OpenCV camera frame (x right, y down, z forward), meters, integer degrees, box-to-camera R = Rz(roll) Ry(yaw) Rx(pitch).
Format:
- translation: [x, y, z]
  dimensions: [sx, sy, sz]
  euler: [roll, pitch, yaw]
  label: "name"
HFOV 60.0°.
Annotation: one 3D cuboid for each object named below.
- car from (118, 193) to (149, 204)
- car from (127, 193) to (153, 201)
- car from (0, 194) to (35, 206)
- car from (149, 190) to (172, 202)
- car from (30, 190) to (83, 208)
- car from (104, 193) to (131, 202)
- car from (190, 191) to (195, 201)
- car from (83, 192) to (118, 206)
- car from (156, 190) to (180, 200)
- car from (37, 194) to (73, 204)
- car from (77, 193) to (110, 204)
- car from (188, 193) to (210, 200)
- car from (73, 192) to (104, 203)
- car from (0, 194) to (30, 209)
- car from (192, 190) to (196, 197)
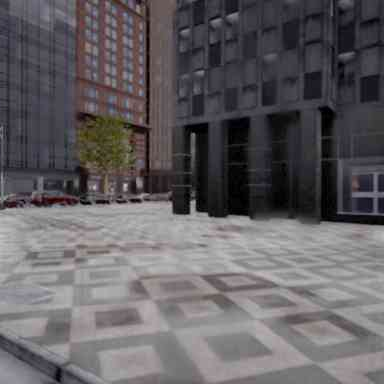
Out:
- translation: [-8.394, 0.940, 45.075]
  dimensions: [1.947, 1.339, 4.313]
  euler: [1, 0, 35]
  label: "car"
- translation: [-9.121, 0.825, 59.062]
  dimensions: [1.752, 1.417, 4.829]
  euler: [1, 0, 35]
  label: "car"
- translation: [-21.807, 0.928, 40.617]
  dimensions: [1.947, 1.339, 4.313]
  euler: [1, 1, 35]
  label: "car"
- translation: [-5.508, 0.884, 53.927]
  dimensions: [2.033, 1.411, 5.357]
  euler: [0, 0, 35]
  label: "car"
- translation: [-14.782, 0.724, 35.782]
  dimensions: [2.192, 1.841, 5.009]
  euler: [1, 1, 35]
  label: "car"
- translation: [-12.221, 0.894, 54.557]
  dimensions: [1.802, 1.307, 4.206]
  euler: [1, 0, 35]
  label: "car"
- translation: [-2.004, 0.890, 54.368]
  dimensions: [1.887, 1.381, 4.507]
  euler: [1, 0, 35]
  label: "car"
- translation: [-11.589, 0.957, 40.430]
  dimensions: [1.947, 1.339, 4.313]
  euler: [1, 0, 35]
  label: "car"
- translation: [-4.367, 0.466, 60.932]
  dimensions: [2.097, 1.767, 4.553]
  euler: [0, 0, 35]
  label: "car"
- translation: [-18.611, 0.926, 45.263]
  dimensions: [1.802, 1.307, 4.206]
  euler: [1, 1, 35]
  label: "car"
- translation: [-13.919, 0.910, 47.198]
  dimensions: [1.994, 1.385, 4.181]
  euler: [0, 0, 35]
  label: "car"
- translation: [1.392, 0.837, 64.014]
  dimensions: [1.812, 1.442, 4.674]
  euler: [0, 0, 35]
  label: "car"
- translation: [-15.416, 0.767, 49.908]
  dimensions: [1.967, 1.590, 4.097]
  euler: [1, 1, 35]
  label: "car"
- translation: [-17.979, 1.011, 31.137]
  dimensions: [1.802, 1.307, 4.206]
  euler: [1, 1, 35]
  label: "car"
- translation: [1.192, 0.649, 59.013]
  dimensions: [2.192, 1.841, 5.009]
  euler: [1, 0, 35]
  label: "car"
